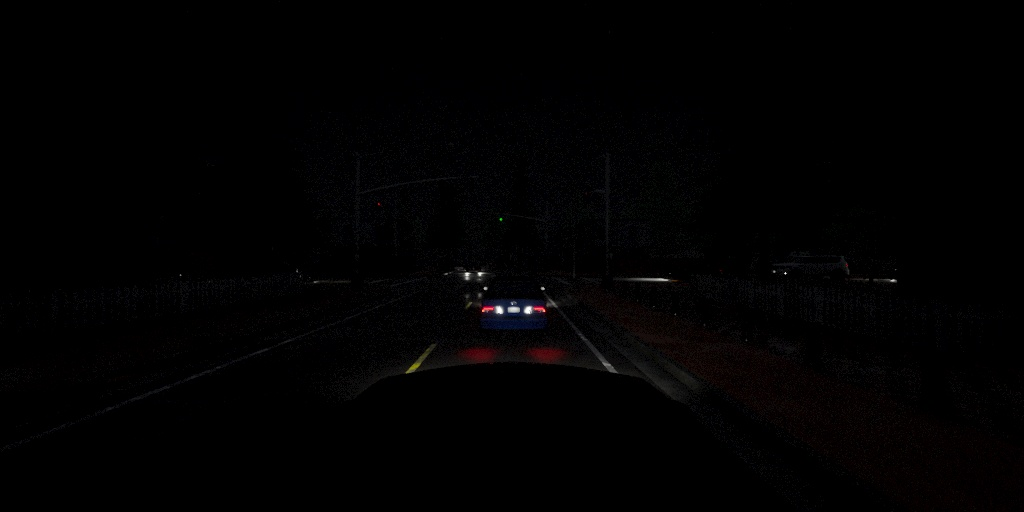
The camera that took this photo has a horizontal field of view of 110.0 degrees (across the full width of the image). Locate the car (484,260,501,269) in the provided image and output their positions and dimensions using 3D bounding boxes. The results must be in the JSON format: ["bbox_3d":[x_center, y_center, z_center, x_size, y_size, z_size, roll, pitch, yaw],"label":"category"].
[{"bbox_3d":[-3.101,1.279,56.544,1.994,1.385,4.181,0,0,-15],"label":"car"}]

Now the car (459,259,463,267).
[{"bbox_3d":[-6.316,1.263,54.340,2.033,1.411,5.357,0,0,-14],"label":"car"}]

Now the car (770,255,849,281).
[{"bbox_3d":[24.679,0.956,29.892,5.566,2.045,2.150,0,0,1],"label":"car"}]

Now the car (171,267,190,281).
[{"bbox_3d":[-27.583,1.299,27.723,4.181,1.385,1.994,0,0,2],"label":"car"}]

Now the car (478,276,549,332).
[{"bbox_3d":[0.062,1.298,10.868,2.033,1.411,5.357,0,0,1],"label":"car"}]

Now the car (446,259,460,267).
[{"bbox_3d":[-9.701,1.263,64.372,2.033,1.411,5.357,0,0,-23],"label":"car"}]

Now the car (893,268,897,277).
[{"bbox_3d":[34.525,1.087,29.584,4.553,1.767,2.097,0,0,2],"label":"car"}]

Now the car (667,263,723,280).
[{"bbox_3d":[15.314,1.299,30.171,4.181,1.385,1.994,0,0,2],"label":"car"}]

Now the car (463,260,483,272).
[{"bbox_3d":[-4.779,1.220,44.682,1.837,1.490,4.892,0,0,-6],"label":"car"}]

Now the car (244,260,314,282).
[{"bbox_3d":[-17.718,1.087,27.434,4.553,1.767,2.097,0,0,2],"label":"car"}]
